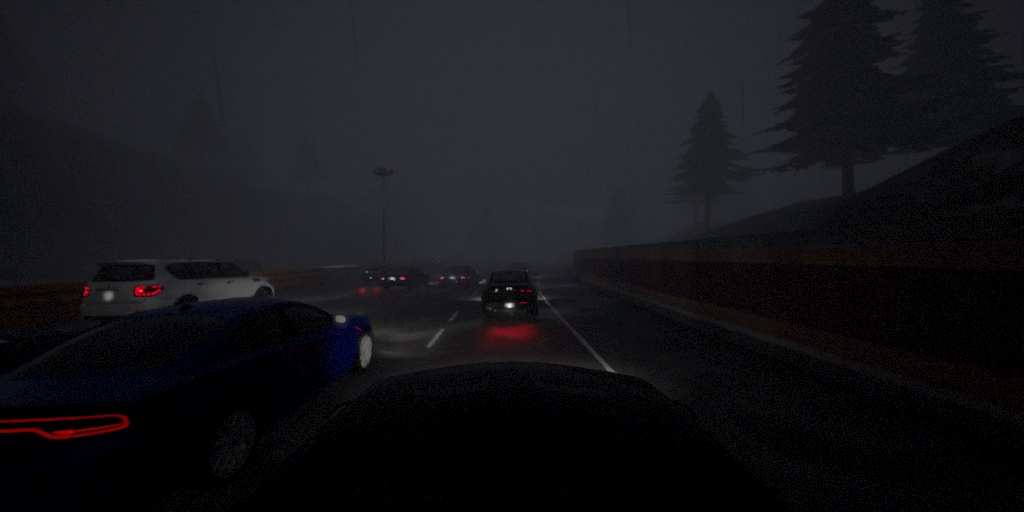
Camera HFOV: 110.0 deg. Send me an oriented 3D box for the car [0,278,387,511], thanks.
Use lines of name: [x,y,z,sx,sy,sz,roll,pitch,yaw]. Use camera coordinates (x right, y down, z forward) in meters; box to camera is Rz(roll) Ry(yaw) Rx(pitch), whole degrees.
car: [-3.452,1.273,4.624,1.882,1.535,5.008,-1,0,-1]

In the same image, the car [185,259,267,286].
car: [-24.068,1.279,30.560,2.150,2.045,5.566,-1,0,6]

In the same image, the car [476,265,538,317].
car: [-0.090,1.246,13.270,1.837,1.490,4.892,-1,0,0]

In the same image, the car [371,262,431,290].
car: [-6.881,1.374,23.539,2.033,1.411,5.357,-1,0,3]

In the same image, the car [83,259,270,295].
car: [-10.585,1.108,12.061,2.150,2.045,5.566,-1,0,-1]

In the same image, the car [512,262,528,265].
car: [0.647,1.244,29.546,1.812,1.442,4.674,-1,0,6]

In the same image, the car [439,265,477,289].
car: [-3.373,1.326,23.616,2.033,1.411,5.357,-1,0,3]

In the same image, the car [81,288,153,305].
car: [-6.931,1.336,3.374,2.128,1.511,4.902,-1,0,-1]

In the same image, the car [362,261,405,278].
car: [-10.000,1.357,28.330,2.128,1.511,4.902,-1,0,5]
